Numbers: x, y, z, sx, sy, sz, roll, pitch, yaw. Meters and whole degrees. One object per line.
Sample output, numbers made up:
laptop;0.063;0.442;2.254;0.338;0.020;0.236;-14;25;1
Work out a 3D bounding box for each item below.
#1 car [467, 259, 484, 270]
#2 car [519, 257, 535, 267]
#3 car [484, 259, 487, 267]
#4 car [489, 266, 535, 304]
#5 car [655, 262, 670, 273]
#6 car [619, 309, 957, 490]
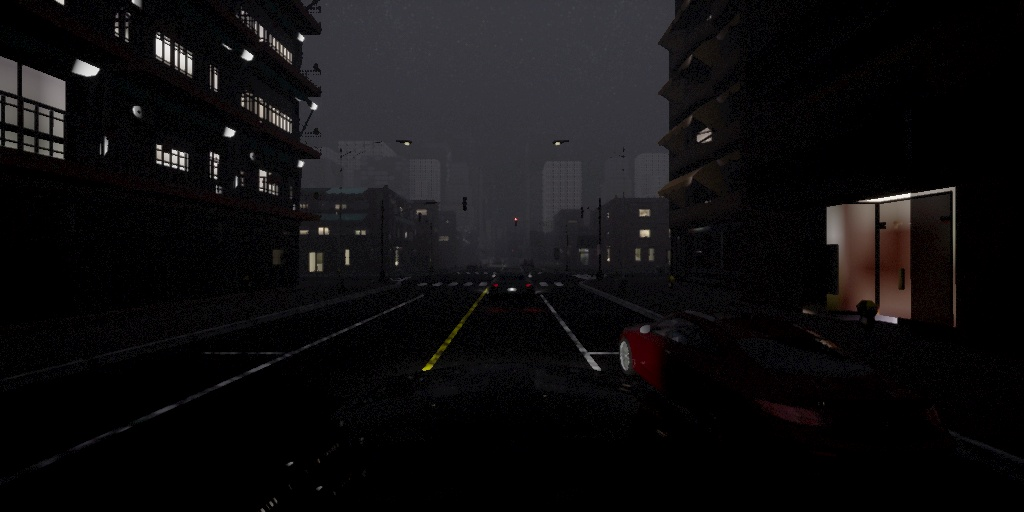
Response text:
car;-5.778;1.330;53.837;1.888;1.381;4.507;0;0;0
car;2.691;1.107;59.359;2.192;1.841;5.009;0;0;0
car;-5.690;1.358;59.359;1.948;1.339;4.313;0;0;0
car;0.000;1.327;16.500;1.994;1.385;4.181;0;0;0
car;17.497;1.122;38.165;4.313;1.339;1.948;0;0;0
car;2.691;1.331;4.608;1.802;1.307;4.207;0;0;0
